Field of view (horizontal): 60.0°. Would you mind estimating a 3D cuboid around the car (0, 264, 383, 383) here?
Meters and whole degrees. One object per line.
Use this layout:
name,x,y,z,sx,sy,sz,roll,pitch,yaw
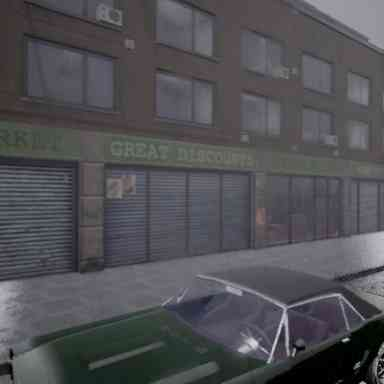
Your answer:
car,0.560,1.617,3.667,4.718,1.301,1.895,0,0,-36
